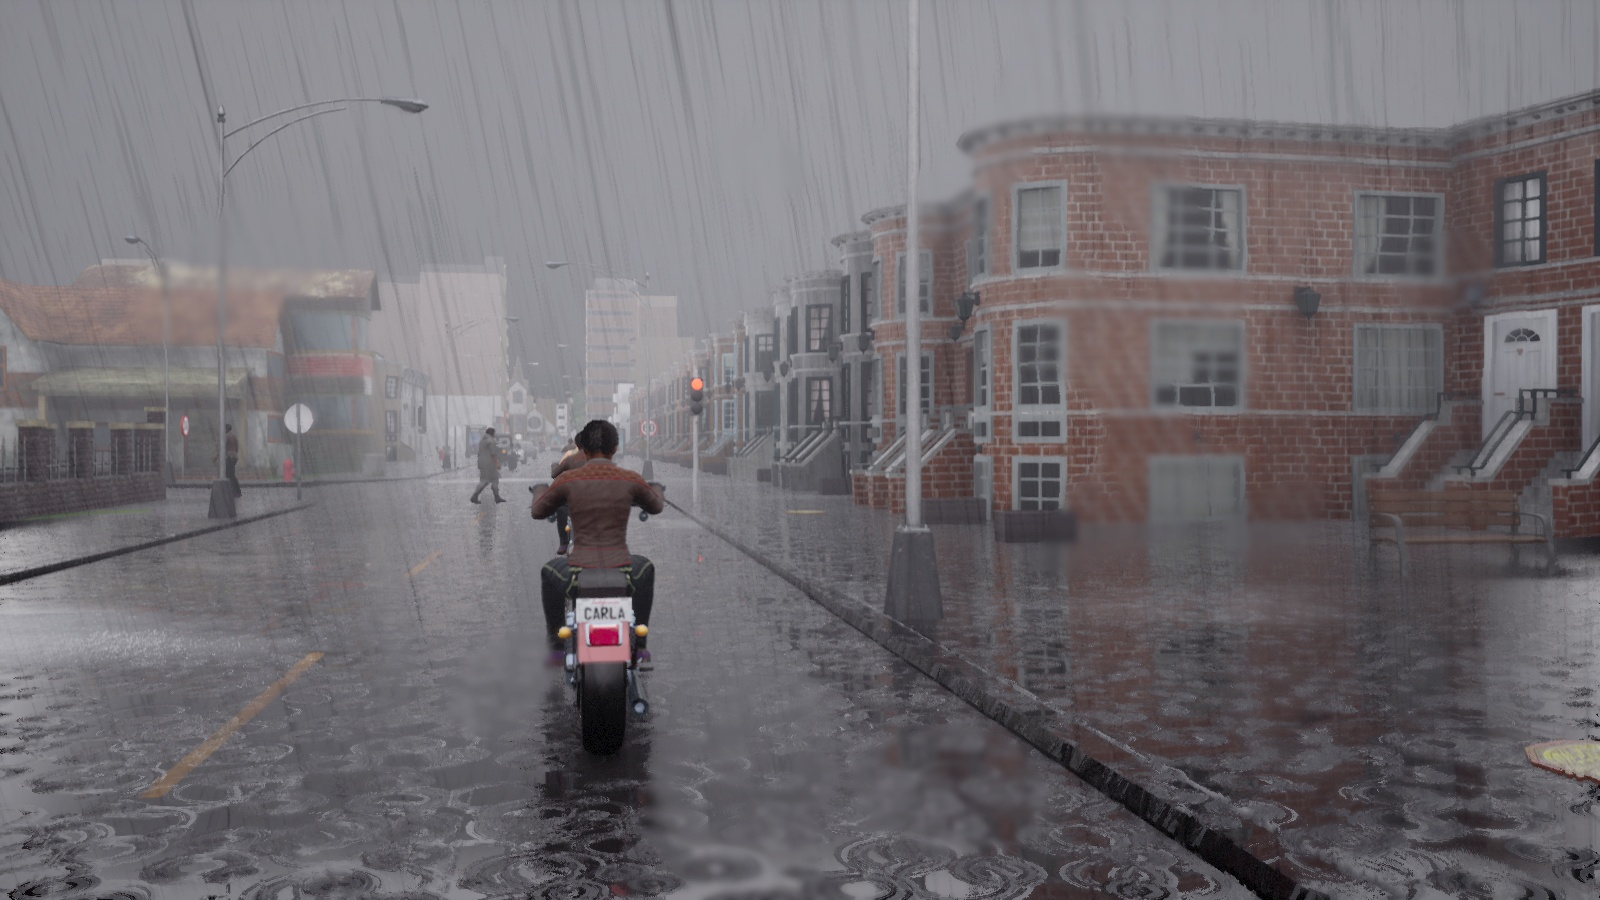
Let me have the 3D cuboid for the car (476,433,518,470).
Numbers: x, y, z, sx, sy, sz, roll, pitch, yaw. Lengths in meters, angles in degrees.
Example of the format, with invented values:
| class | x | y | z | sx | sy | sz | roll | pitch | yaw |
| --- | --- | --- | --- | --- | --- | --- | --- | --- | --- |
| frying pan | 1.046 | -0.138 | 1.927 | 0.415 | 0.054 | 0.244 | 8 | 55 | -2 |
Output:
| class | x | y | z | sx | sy | sz | roll | pitch | yaw |
| --- | --- | --- | --- | --- | --- | --- | --- | --- | --- |
| car | -15.979 | 0.072 | 66.368 | 1.905 | 1.878 | 3.866 | 0 | 0 | -10 |

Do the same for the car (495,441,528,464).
| class | x | y | z | sx | sy | sz | roll | pitch | yaw |
| --- | --- | --- | --- | --- | --- | --- | --- | --- | --- |
| car | -18.796 | 0.133 | 81.940 | 1.970 | 1.475 | 3.806 | 0 | 0 | -10 |

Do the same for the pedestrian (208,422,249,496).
| class | x | y | z | sx | sy | sz | roll | pitch | yaw |
| --- | --- | --- | --- | --- | --- | --- | --- | --- | --- |
| pedestrian | -14.031 | 0.225 | 30.827 | 0.869 | 1.805 | 0.328 | 0 | 0 | 6 |

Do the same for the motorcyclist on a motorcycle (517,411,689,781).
| class | x | y | z | sx | sy | sz | roll | pitch | yaw |
| --- | --- | --- | --- | --- | --- | --- | --- | --- | --- |
| motorcyclist on a motorcycle | -1.094 | 0.649 | 6.824 | 0.766 | 1.649 | 2.350 | 0 | 0 | -10 |

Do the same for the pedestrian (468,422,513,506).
| class | x | y | z | sx | sy | sz | roll | pitch | yaw |
| --- | --- | --- | --- | --- | --- | --- | --- | --- | --- |
| pedestrian | -7.385 | 0.328 | 29.955 | 0.873 | 1.952 | 0.659 | 0 | 0 | -31 |
